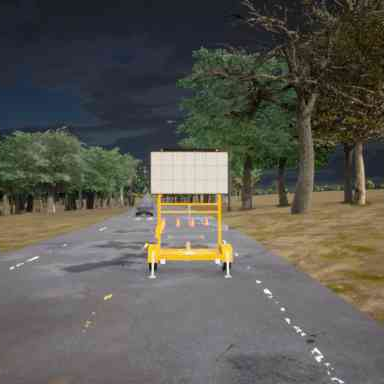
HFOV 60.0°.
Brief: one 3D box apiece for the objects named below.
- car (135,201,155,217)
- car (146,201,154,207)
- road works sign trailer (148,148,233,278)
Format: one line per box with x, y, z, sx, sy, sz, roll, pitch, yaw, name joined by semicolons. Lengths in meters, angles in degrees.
-4.917;1.880;35.209;2.033;1.411;5.357;0;-1;-4;car
-11.230;3.131;89.112;2.128;1.511;4.902;0;-2;-8;car
-0.081;0.481;10.183;2.380;3.560;2.880;0;0;-2;road works sign trailer
